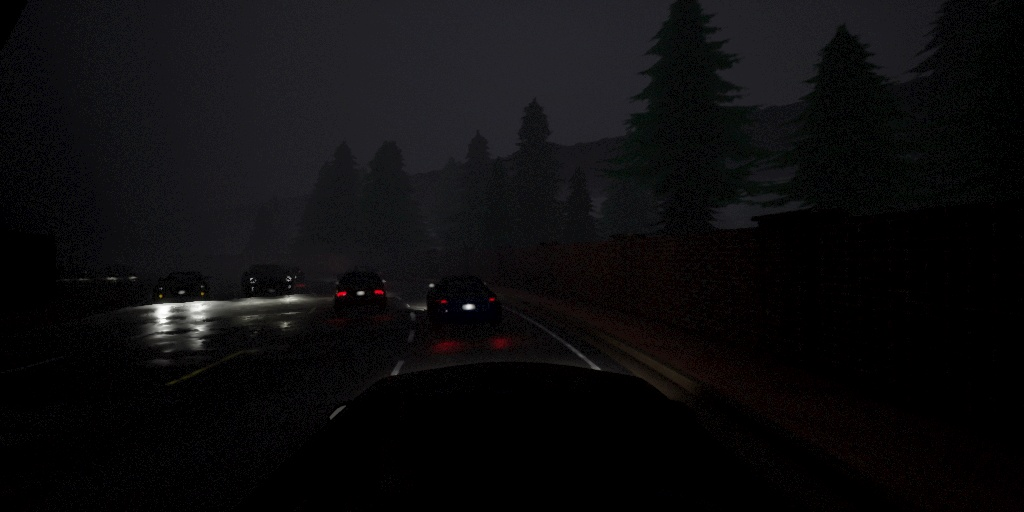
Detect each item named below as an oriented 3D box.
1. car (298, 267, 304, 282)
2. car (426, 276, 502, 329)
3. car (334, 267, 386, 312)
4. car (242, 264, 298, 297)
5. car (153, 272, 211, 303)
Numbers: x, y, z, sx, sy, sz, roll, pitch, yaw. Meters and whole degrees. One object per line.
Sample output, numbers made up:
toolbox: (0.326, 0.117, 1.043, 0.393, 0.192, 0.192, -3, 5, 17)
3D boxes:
car: (-19.464, 1.477, 30.350, 4.892, 1.490, 1.837, -1, 0, 36)
car: (-1.662, 1.332, 11.485, 1.994, 1.385, 4.181, -1, 0, -15)
car: (-6.299, 1.368, 14.926, 2.033, 1.411, 5.357, -1, 0, -23)
car: (-14.008, 1.262, 20.486, 2.097, 1.767, 4.553, -1, 0, -40)
car: (-16.567, 1.504, 18.179, 1.994, 1.385, 4.181, -1, 0, -39)
